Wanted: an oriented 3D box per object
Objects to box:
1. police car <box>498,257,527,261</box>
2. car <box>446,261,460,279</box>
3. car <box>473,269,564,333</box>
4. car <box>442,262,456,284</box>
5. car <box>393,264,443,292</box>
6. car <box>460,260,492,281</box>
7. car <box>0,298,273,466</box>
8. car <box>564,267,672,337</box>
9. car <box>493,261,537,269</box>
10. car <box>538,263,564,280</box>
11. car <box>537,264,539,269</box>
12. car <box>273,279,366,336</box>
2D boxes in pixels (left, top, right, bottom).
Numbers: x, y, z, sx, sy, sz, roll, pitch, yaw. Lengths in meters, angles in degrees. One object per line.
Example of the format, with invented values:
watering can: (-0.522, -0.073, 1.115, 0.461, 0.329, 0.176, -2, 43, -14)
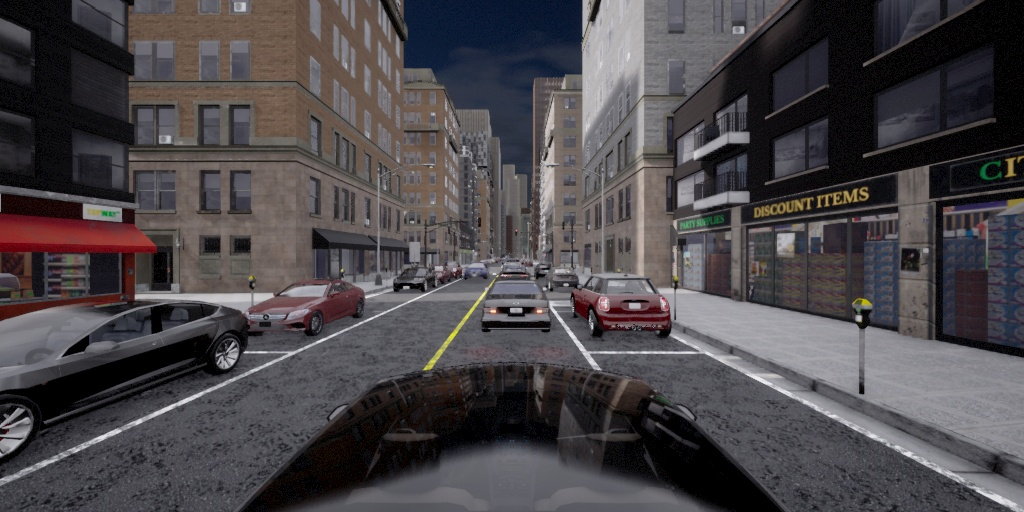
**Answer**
police car: (0.057, 1.178, 31.311, 1.930, 1.638, 5.238, 0, 0, 0)
car: (-5.609, 1.193, 32.320, 1.967, 1.591, 4.097, 0, 0, 0)
car: (0.113, 1.297, 10.769, 2.033, 1.411, 5.357, 0, 0, 0)
car: (-5.620, 1.334, 26.818, 1.802, 1.307, 4.207, 0, 0, 0)
car: (-5.631, 1.317, 21.317, 1.948, 1.339, 4.313, 0, 0, 0)
car: (-2.967, 1.278, 30.720, 1.812, 1.442, 4.674, 0, 0, 1)
car: (-5.665, 1.316, 4.813, 1.948, 1.339, 4.313, 0, 0, 0)
car: (2.872, 1.190, 10.297, 1.967, 1.591, 4.097, 0, 0, 0)
car: (0.136, 1.242, 21.291, 2.128, 1.511, 4.902, 0, 0, 0)
car: (2.894, 1.301, 21.299, 2.007, 1.370, 4.403, 0, 0, 0)
car: (2.917, 1.319, 32.302, 1.948, 1.339, 4.313, 0, 0, 0)
car: (-5.654, 1.332, 10.315, 1.802, 1.307, 4.207, 0, 0, 0)
